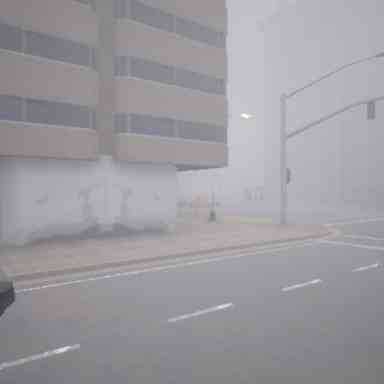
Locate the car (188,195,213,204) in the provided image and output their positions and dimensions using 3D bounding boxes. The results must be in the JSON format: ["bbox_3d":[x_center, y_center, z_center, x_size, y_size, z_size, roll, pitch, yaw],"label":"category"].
[{"bbox_3d":[1.421,1.304,56.520,1.812,1.442,4.674,0,0,-36],"label":"car"}]

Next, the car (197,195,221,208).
[{"bbox_3d":[1.733,1.301,44.068,1.882,1.535,5.008,0,0,-36],"label":"car"}]

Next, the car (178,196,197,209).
[{"bbox_3d":[-1.848,1.352,43.046,1.837,1.490,4.892,0,0,-36],"label":"car"}]

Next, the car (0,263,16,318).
[{"bbox_3d":[-5.189,1.612,4.582,4.718,1.301,1.895,0,0,-35],"label":"car"}]
